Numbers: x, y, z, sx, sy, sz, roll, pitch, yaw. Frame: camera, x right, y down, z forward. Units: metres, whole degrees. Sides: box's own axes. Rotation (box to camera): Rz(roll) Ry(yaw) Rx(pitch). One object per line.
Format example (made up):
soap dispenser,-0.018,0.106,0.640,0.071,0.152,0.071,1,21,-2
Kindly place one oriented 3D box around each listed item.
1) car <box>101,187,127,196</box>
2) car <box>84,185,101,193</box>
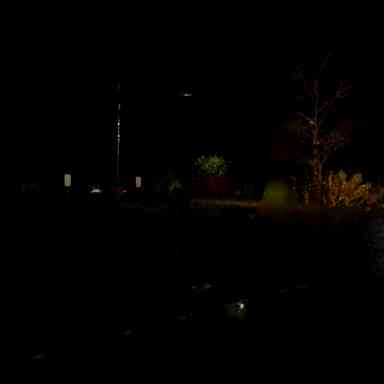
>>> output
car,-11.995,-0.120,51.713,1.895,1.301,4.718,0,2,-36
car,-17.829,-0.551,59.798,2.128,1.511,4.902,0,2,-36
